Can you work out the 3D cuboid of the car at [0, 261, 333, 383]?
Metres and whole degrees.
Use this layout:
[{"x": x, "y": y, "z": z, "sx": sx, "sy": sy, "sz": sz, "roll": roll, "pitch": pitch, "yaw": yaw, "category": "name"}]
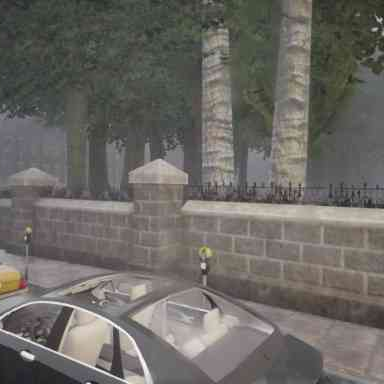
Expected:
[{"x": -0.906, "y": 1.550, "z": 3.442, "sx": 4.403, "sy": 1.369, "sz": 2.008, "roll": 0, "pitch": 1, "yaw": 36, "category": "car"}]
